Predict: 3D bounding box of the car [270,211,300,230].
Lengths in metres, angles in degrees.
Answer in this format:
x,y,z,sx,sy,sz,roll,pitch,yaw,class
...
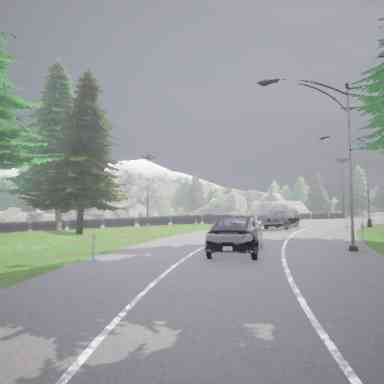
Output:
x,y,z,sx,sy,sz,roll,pitch,yaw,class
6.918,2.174,25.756,2.033,1.411,5.357,-3,-3,29,car

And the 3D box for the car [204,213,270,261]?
x,y,z,sx,sy,sz,roll,pitch,yaw,class
1.775,1.680,13.127,2.128,1.511,4.902,-1,-2,15,car
